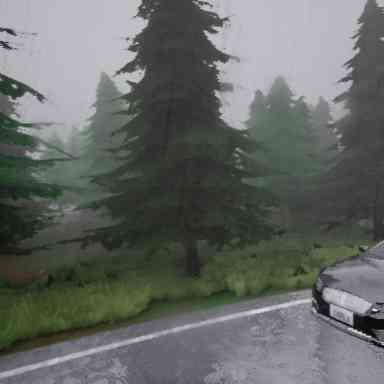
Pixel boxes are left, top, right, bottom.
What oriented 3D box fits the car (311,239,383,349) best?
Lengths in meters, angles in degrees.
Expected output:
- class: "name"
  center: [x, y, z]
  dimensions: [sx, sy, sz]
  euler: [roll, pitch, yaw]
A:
- class: "car"
  center: [4.231, 1.397, 5.650]
  dimensions: [4.902, 1.511, 2.128]
  euler: [0, 2, -27]
